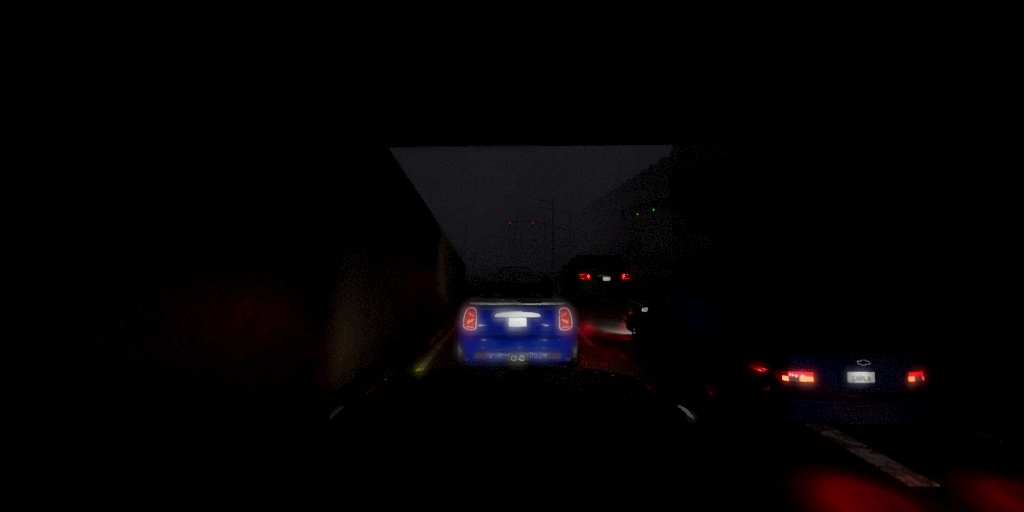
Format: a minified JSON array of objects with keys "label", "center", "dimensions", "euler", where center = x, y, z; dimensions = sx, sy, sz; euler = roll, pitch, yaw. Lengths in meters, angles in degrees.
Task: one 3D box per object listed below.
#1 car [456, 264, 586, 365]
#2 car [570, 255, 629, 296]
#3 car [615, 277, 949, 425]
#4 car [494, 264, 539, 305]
[{"label":"car","center":[0.107,1.102,7.978],"dimensions":[2.097,1.767,4.553],"euler":[0,0,0]},{"label":"car","center":[3.646,0.971,16.454],"dimensions":[2.150,2.045,5.566],"euler":[0,0,0]},{"label":"car","center":[3.611,1.297,6.208],"dimensions":[2.033,1.411,5.357],"euler":[0,0,0]},{"label":"car","center":[0.133,1.228,17.262],"dimensions":[1.882,1.535,5.008],"euler":[0,0,-1]}]
